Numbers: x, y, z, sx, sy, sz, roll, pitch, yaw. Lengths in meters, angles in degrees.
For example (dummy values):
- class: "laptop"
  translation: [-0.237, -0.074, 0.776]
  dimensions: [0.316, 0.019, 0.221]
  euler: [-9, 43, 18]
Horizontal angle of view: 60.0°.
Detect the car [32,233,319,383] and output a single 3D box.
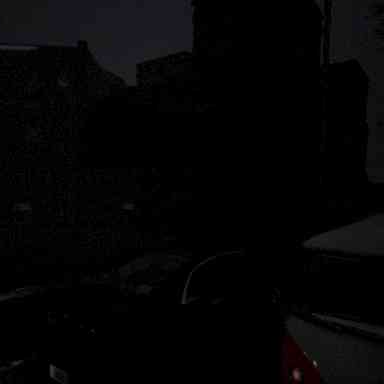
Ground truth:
- class: "car"
  translation: [0.115, 1.506, 5.191]
  dimensions: [2.231, 1.521, 4.892]
  euler: [0, 0, 35]
